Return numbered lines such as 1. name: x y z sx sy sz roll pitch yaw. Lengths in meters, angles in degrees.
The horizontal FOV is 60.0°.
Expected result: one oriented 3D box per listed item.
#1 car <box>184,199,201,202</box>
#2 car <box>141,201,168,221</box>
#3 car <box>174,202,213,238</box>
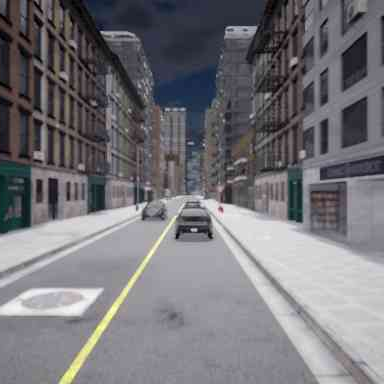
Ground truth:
1. car: 0.091 1.530 40.254 2.128 1.511 4.902 0 0 0
2. car: -3.026 1.527 27.428 1.837 1.490 4.892 0 -1 0
3. car: 0.095 1.516 17.848 1.837 1.490 4.892 0 0 0
